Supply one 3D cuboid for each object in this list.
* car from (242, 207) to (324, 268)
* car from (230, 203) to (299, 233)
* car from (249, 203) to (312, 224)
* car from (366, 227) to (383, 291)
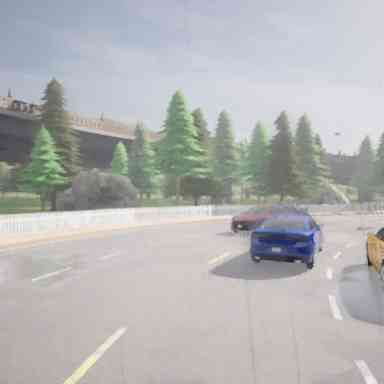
[{"bbox_3d":[3.494,1.518,11.741,1.882,1.535,5.008,0,0,26],"label":"car"},{"bbox_3d":[4.163,1.526,19.139,1.882,1.535,5.008,0,0,42],"label":"car"},{"bbox_3d":[7.234,1.631,26.802,5.357,1.411,2.033,1,0,-37],"label":"car"},{"bbox_3d":[5.771,1.542,8.594,1.882,1.535,5.008,0,0,21],"label":"car"}]
